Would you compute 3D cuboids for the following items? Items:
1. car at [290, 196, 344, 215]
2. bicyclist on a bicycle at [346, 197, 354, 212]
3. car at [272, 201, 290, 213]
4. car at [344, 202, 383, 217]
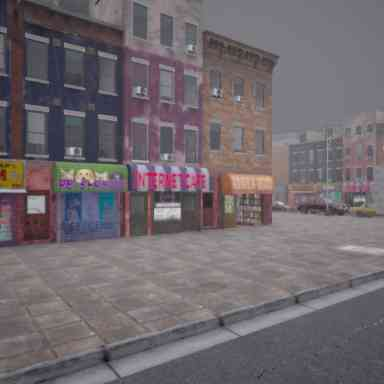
[{"bbox_3d":[12.909,1.376,33.376,2.192,1.841,5.009,0,0,-35],"label":"car"},{"bbox_3d":[17.464,1.373,36.715,1.656,1.620,0.582,0,0,-35],"label":"bicyclist on a bicycle"},{"bbox_3d":[9.744,1.657,37.815,1.802,1.307,4.206,0,0,-35],"label":"car"},{"bbox_3d":[16.174,1.572,28.799,1.752,1.417,4.829,0,0,-35],"label":"car"}]
